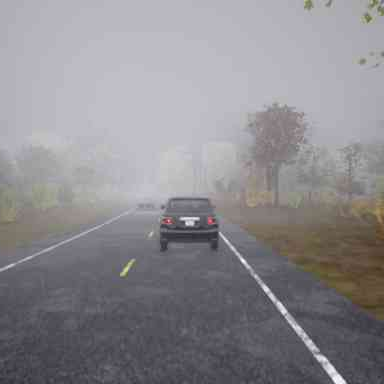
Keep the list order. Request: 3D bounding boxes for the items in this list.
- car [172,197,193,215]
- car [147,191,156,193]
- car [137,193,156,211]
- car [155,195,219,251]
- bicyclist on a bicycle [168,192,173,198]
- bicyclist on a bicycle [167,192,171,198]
[{"bbox_3d":[-0.970,1.255,31.730,1.882,1.535,5.008,0,0,-3],"label":"car"},{"bbox_3d":[-9.546,0.478,78.249,2.097,1.767,4.553,0,1,-8],"label":"car"},{"bbox_3d":[-5.035,1.214,37.122,1.882,1.535,5.008,0,1,-4],"label":"car"},{"bbox_3d":[-0.151,1.132,13.900,2.150,2.045,5.566,0,0,-2],"label":"car"},{"bbox_3d":[-4.483,0.837,74.531,0.582,1.620,1.656,0,0,-8],"label":"bicyclist on a bicycle"},{"bbox_3d":[-5.850,0.726,83.468,0.866,1.612,1.509,0,1,-9],"label":"bicyclist on a bicycle"}]
